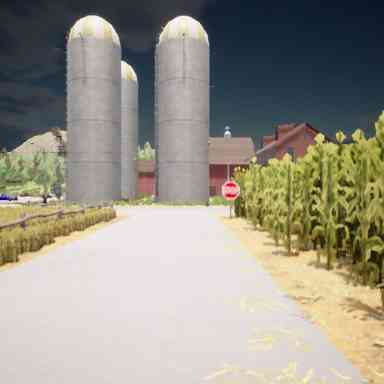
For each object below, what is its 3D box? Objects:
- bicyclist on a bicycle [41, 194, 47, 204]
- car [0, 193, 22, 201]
[{"bbox_3d":[-18.174,1.057,40.861,0.582,1.620,1.656,0,1,0],"label":"bicyclist on a bicycle"},{"bbox_3d":[-36.963,1.062,65.797,4.611,1.667,2.242,0,0,0],"label":"car"}]
